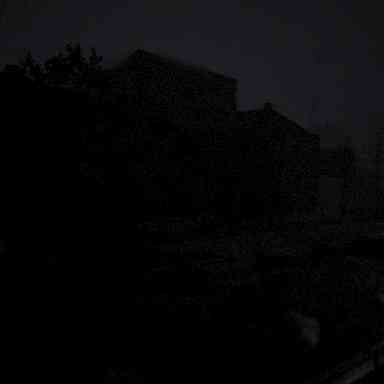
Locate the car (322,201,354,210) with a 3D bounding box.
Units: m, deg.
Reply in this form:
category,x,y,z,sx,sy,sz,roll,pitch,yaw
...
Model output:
category,x,y,z,sx,sy,sz,roll,pitch,yaw
car,22.887,2.103,52.115,4.718,1.301,1.895,1,-1,35
